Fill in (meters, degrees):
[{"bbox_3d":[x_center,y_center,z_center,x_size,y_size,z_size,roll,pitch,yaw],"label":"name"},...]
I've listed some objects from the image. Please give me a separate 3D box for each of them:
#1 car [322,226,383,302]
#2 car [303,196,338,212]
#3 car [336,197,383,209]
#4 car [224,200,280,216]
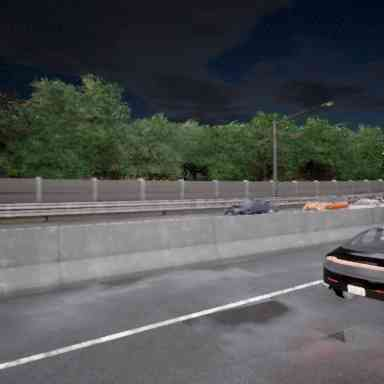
[{"bbox_3d":[4.815,1.469,7.129,4.902,1.511,2.128,0,0,-35],"label":"car"},{"bbox_3d":[11.833,1.171,29.225,4.553,1.767,2.097,-1,0,-34],"label":"car"},{"bbox_3d":[13.794,1.346,26.332,4.674,1.442,1.812,-1,0,-34],"label":"car"},{"bbox_3d":[5.333,1.417,29.041,5.357,1.411,2.033,-1,0,-34],"label":"car"}]
